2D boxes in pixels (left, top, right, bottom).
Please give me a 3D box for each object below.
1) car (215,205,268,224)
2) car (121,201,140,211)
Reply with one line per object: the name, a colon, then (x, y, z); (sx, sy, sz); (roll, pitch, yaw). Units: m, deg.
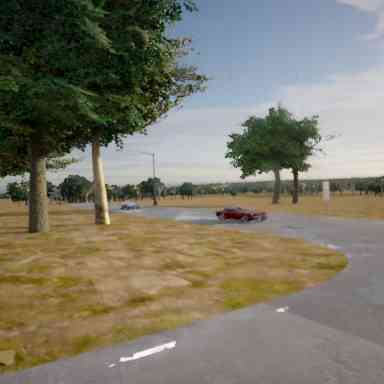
car: (3.997, 1.783, 27.269); (1.895, 1.301, 4.718); (-3, 1, -32)
car: (-9.252, 2.026, 49.770); (1.812, 1.442, 4.674); (-3, 0, -29)
